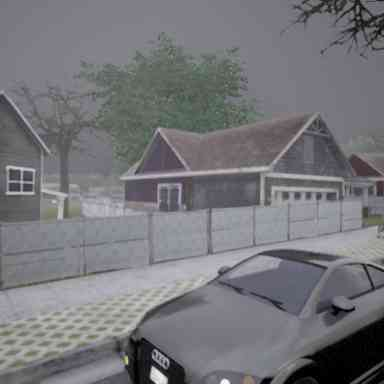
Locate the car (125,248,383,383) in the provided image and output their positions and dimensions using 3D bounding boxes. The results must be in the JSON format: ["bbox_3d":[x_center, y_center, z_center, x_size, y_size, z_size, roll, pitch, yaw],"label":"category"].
[{"bbox_3d":[1.300,1.485,4.215,4.181,1.385,1.994,-1,1,-36],"label":"car"}]
